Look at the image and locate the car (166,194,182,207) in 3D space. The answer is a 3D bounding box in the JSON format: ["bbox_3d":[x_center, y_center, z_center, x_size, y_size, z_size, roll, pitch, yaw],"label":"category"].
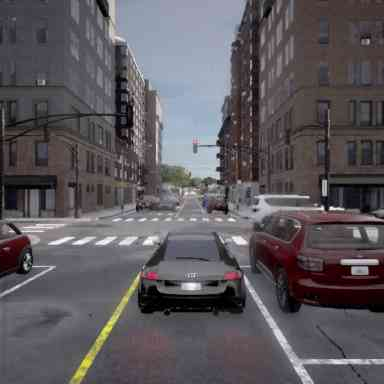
[{"bbox_3d":[-2.932,1.523,52.768,1.812,1.442,4.674,0,0,-1],"label":"car"}]

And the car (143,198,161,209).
[{"bbox_3d":[-5.495,1.563,45.643,1.947,1.339,4.313,0,0,0],"label":"car"}]

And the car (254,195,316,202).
[{"bbox_3d":[6.251,1.201,19.689,5.566,2.045,2.150,0,1,10],"label":"car"}]

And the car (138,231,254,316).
[{"bbox_3d":[0.012,1.564,7.617,1.994,1.385,4.181,0,0,1],"label":"car"}]

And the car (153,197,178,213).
[{"bbox_3d":[-2.910,1.563,37.383,1.994,1.385,4.181,0,0,0],"label":"car"}]

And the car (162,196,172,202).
[{"bbox_3d":[-5.532,1.539,73.162,1.887,1.381,4.507,0,0,0],"label":"car"}]

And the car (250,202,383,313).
[{"bbox_3d":[2.625,1.315,7.595,2.192,1.841,5.009,0,0,0],"label":"car"}]

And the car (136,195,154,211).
[{"bbox_3d":[-5.488,1.313,40.140,2.192,1.841,5.009,0,0,0],"label":"car"}]

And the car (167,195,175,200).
[{"bbox_3d":[-5.555,1.575,89.674,1.802,1.307,4.206,0,0,0],"label":"car"}]

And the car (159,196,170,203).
[{"bbox_3d":[-5.525,1.540,67.659,1.887,1.381,4.507,0,0,0],"label":"car"}]

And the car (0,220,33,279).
[{"bbox_3d":[-5.400,1.440,7.581,1.967,1.590,4.097,0,0,0],"label":"car"}]

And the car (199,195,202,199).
[{"bbox_3d":[2.599,1.312,51.163,2.192,1.841,5.009,0,0,0],"label":"car"}]

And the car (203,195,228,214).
[{"bbox_3d":[2.641,1.313,34.652,2.192,1.841,5.009,0,0,0],"label":"car"}]
